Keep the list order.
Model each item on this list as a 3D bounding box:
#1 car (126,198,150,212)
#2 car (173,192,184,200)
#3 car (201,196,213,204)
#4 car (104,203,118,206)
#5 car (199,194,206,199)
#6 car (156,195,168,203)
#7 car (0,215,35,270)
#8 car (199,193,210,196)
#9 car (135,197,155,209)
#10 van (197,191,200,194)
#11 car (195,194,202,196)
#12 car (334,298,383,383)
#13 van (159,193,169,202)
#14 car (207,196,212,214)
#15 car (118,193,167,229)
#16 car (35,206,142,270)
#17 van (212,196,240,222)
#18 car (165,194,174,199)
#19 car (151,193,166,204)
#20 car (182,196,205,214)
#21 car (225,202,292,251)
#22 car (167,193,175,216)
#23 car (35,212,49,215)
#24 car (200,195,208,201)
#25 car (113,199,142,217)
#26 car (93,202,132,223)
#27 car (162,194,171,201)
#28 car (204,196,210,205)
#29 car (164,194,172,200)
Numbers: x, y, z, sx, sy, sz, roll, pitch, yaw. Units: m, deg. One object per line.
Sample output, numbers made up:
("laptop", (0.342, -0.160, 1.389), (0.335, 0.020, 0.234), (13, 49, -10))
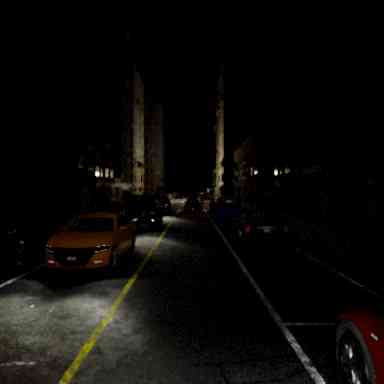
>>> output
("car", (-5.851, 1.430, 36.421), (1.947, 1.339, 4.313), (0, 0, 0))
("car", (-2.986, 1.227, 75.718), (1.895, 1.301, 4.718), (0, 0, 0))
("car", (2.678, 1.338, 59.105), (1.947, 1.339, 4.313), (0, 0, 0))
("car", (-5.855, 1.512, 19.417), (1.802, 1.307, 4.206), (0, 0, 0))
("car", (2.684, 1.166, 87.622), (1.752, 1.417, 4.829), (0, 0, 0))
("car", (-5.846, 1.300, 64.762), (2.008, 1.369, 4.403), (0, 0, 0))
("car", (-5.857, 1.411, 8.080), (1.967, 1.590, 4.097), (0, 0, 0))
("car", (2.359, 1.272, 48.597), (1.801, 1.575, 5.366), (0, 0, 0))
("car", (-5.850, 1.386, 42.089), (1.887, 1.381, 4.507), (0, 0, 0))
("van", (2.683, 1.012, 81.782), (1.690, 1.788, 3.998), (0, 0, 0))
("car", (0.052, 1.384, 47.140), (1.994, 1.385, 4.181), (0, 0, 1))
("car", (2.668, 1.431, 2.412), (1.967, 1.590, 4.097), (0, 0, 0))
("van", (-5.846, 1.067, 70.429), (1.690, 1.788, 3.998), (0, 0, 0))
("car", (2.673, 1.411, 30.928), (1.752, 1.417, 4.829), (0, 0, 0))
("car", (-3.089, 1.145, 21.191), (2.150, 2.045, 5.566), (0, 0, 0))
("car", (-3.096, 1.438, 11.065), (1.882, 1.535, 5.008), (0, 0, 0))
("van", (2.672, 1.249, 25.088), (1.690, 1.788, 3.998), (0, 0, 0))
("car", (-5.842, 1.193, 87.436), (2.008, 1.369, 4.403), (0, 0, 0))
("car", (-5.847, 1.087, 59.094), (2.192, 1.841, 5.009), (0, 0, 0))
("car", (0.097, 1.399, 34.149), (1.812, 1.442, 4.674), (0, 0, 0))
("car", (2.670, 1.390, 13.750), (1.967, 1.590, 4.097), (0, 0, 0))
("car", (-3.046, 1.236, 31.418), (2.097, 1.767, 4.553), (0, 0, 0))
("car", (-5.855, 1.516, 13.749), (1.947, 1.339, 4.313), (0, 0, 0))
("car", (2.682, 1.281, 76.113), (1.802, 1.307, 4.206), (0, 0, 0))
("car", (-5.852, 1.413, 30.583), (1.752, 1.417, 4.829), (0, 0, 0))
("car", (-5.854, 1.474, 25.085), (1.947, 1.339, 4.313), (0, 0, 0))
("car", (-5.844, 1.226, 75.929), (1.752, 1.417, 4.829), (0, 0, 0))
("car", (2.674, 1.415, 36.428), (2.008, 1.369, 4.403), (0, 0, 0))
("car", (-5.843, 1.198, 81.598), (1.752, 1.417, 4.829), (0, 0, 0))
